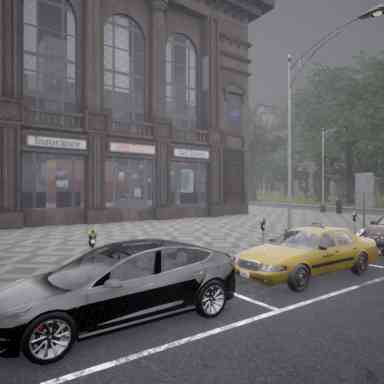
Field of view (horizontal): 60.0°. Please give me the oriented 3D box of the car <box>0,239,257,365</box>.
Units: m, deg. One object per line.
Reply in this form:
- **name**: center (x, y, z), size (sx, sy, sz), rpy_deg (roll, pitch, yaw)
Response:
- **car**: center (-1.136, 1.566, 5.841), size (4.313, 1.339, 1.947), rpy_deg (0, 0, -36)

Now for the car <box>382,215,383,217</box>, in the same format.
- **car**: center (7.712, 1.441, 12.163), size (4.097, 1.590, 1.967), rpy_deg (0, 0, -36)

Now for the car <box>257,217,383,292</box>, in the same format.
- **car**: center (3.150, 1.526, 8.903), size (4.829, 1.417, 1.752), rpy_deg (0, 0, -36)
